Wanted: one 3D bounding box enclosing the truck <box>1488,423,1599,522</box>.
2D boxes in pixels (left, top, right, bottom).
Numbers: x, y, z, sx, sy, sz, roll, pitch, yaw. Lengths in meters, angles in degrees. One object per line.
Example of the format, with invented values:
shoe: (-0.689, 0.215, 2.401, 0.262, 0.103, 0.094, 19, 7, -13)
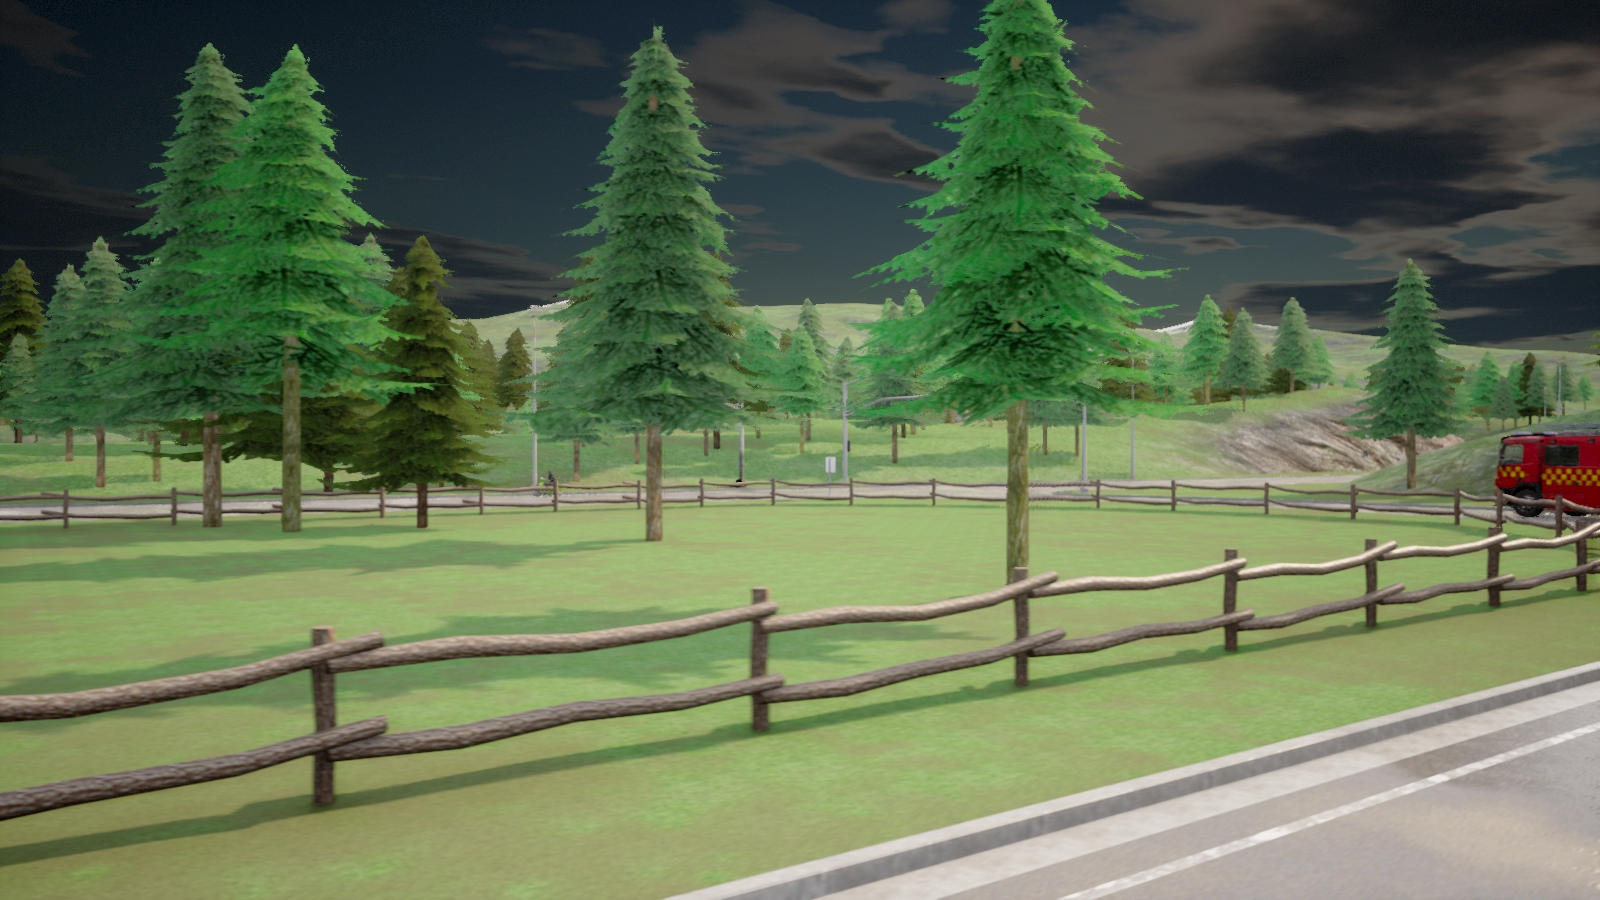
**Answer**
truck: (32.155, 0.881, 45.560, 2.891, 3.827, 8.468, 0, 0, -15)
